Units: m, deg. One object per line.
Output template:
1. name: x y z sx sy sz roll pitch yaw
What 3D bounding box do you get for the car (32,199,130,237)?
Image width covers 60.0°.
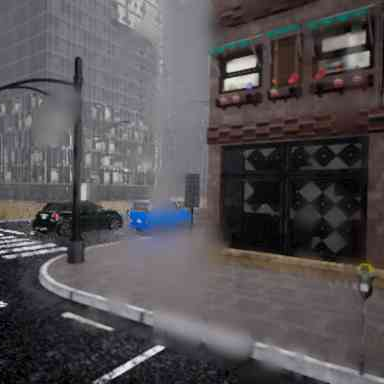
1. car: -5.832 1.235 17.597 2.097 1.767 4.553 2 1 35

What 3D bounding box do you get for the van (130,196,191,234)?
1. van: -1.680 1.280 18.798 1.690 1.788 3.998 2 1 35

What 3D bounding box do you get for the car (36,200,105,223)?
1. car: -8.517 1.319 23.651 1.947 1.339 4.313 2 1 35

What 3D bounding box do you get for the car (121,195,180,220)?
1. car: -3.203 1.152 26.653 2.097 1.767 4.553 2 1 35
